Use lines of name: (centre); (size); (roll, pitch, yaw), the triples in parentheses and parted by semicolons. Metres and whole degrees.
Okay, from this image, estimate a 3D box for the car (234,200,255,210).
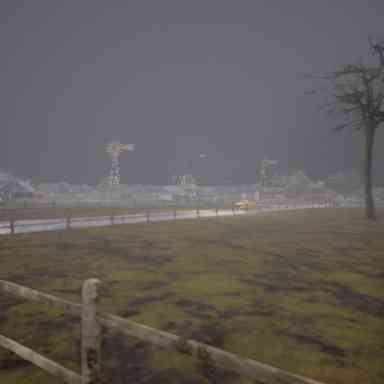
car: (8.420, 2.060, 53.877); (1.882, 1.535, 5.008); (2, 0, 36)
